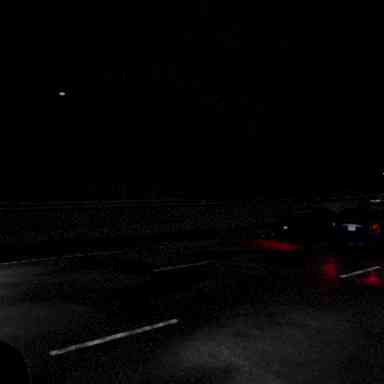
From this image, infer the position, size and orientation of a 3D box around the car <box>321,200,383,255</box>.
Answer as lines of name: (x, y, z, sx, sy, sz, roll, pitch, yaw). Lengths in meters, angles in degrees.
car: (7.613, 1.374, 13.482, 4.553, 1.767, 2.097, 0, 0, -36)

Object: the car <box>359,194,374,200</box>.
car: (42.428, 1.716, 81.565, 1.994, 1.385, 4.181, 1, 1, 38)

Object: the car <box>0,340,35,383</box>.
car: (-3.365, 1.488, 1.468, 4.902, 1.511, 2.128, 0, 0, -36)

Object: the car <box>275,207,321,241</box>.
car: (6.358, 1.501, 16.886, 5.008, 1.535, 1.882, 0, 0, -36)
